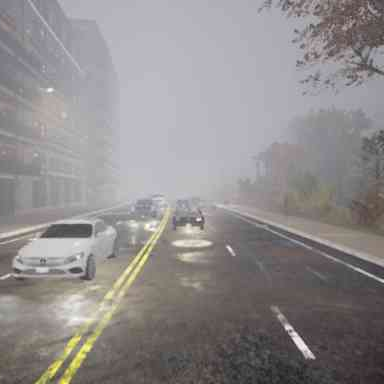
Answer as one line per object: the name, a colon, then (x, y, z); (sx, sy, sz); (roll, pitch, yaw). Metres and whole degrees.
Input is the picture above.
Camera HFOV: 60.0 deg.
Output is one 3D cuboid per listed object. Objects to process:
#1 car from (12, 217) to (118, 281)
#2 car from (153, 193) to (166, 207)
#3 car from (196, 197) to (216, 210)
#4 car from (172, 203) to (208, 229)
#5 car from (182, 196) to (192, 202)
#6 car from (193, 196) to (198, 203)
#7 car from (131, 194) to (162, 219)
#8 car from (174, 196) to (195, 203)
car: (-3.473, 1.528, 9.973); (1.812, 1.442, 4.674); (0, 0, -1)
car: (-5.186, 1.207, 50.752); (2.150, 2.045, 5.566); (0, 0, -4)
car: (1.940, 1.587, 42.954); (1.895, 1.301, 4.718); (0, 0, -4)
car: (-0.272, 1.599, 21.275); (1.895, 1.301, 4.718); (0, 0, -2)
car: (-1.198, 1.554, 77.624); (1.895, 1.301, 4.718); (0, 0, -7)
car: (0.527, 1.500, 61.270); (1.812, 1.442, 4.674); (0, 0, -5)
car: (-4.006, 1.351, 28.708); (2.097, 1.767, 4.553); (0, 0, -2)
car: (-1.092, 1.539, 39.505); (2.033, 1.411, 5.357); (0, 0, -3)
